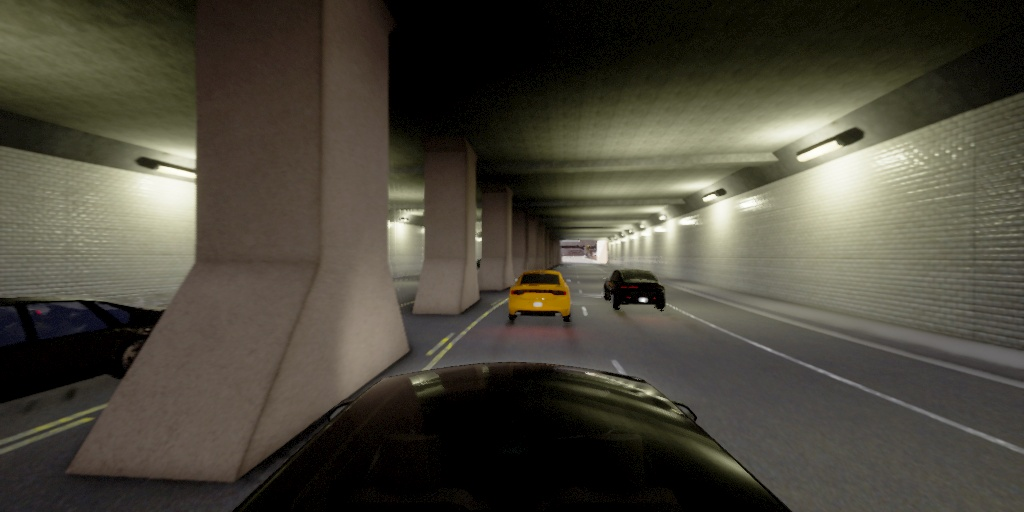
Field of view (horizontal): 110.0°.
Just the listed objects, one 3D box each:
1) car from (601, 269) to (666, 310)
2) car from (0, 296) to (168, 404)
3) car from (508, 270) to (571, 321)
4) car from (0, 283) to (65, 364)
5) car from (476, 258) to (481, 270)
[{"bbox_3d":[4.904,1.276,14.842,1.837,1.490,4.892,0,0,8],"label":"car"},{"bbox_3d":[-6.958,1.263,4.515,2.033,1.411,5.357,0,0,2],"label":"car"},{"bbox_3d":[1.055,1.230,12.660,1.882,1.535,5.008,0,0,7],"label":"car"},{"bbox_3d":[-10.339,1.263,5.368,1.994,1.385,4.181,0,0,3],"label":"car"},{"bbox_3d":[-3.918,1.071,47.739,2.097,1.767,4.553,0,0,10],"label":"car"}]
